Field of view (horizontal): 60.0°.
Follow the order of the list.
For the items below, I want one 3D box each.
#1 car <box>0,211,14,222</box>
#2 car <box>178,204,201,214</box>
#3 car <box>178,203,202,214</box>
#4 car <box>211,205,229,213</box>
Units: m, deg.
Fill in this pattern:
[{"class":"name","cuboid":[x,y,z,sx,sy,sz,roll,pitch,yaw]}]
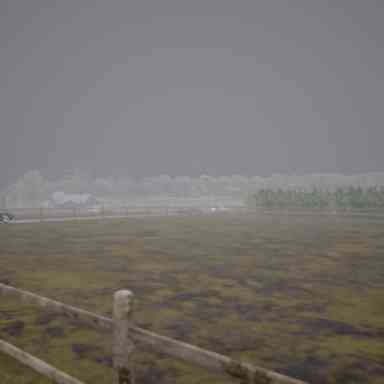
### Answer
[{"class":"car","cuboid":[-18.696,2.078,30.002,1.837,1.490,4.892,-3,-3,36]},{"class":"car","cuboid":[-0.423,2.948,55.247,1.994,1.385,4.181,-3,-4,36]},{"class":"car","cuboid":[-0.323,2.990,60.196,2.097,1.767,4.553,-3,-4,36]},{"class":"car","cuboid":[5.306,3.240,63.290,1.812,1.442,4.674,-3,-4,36]}]
